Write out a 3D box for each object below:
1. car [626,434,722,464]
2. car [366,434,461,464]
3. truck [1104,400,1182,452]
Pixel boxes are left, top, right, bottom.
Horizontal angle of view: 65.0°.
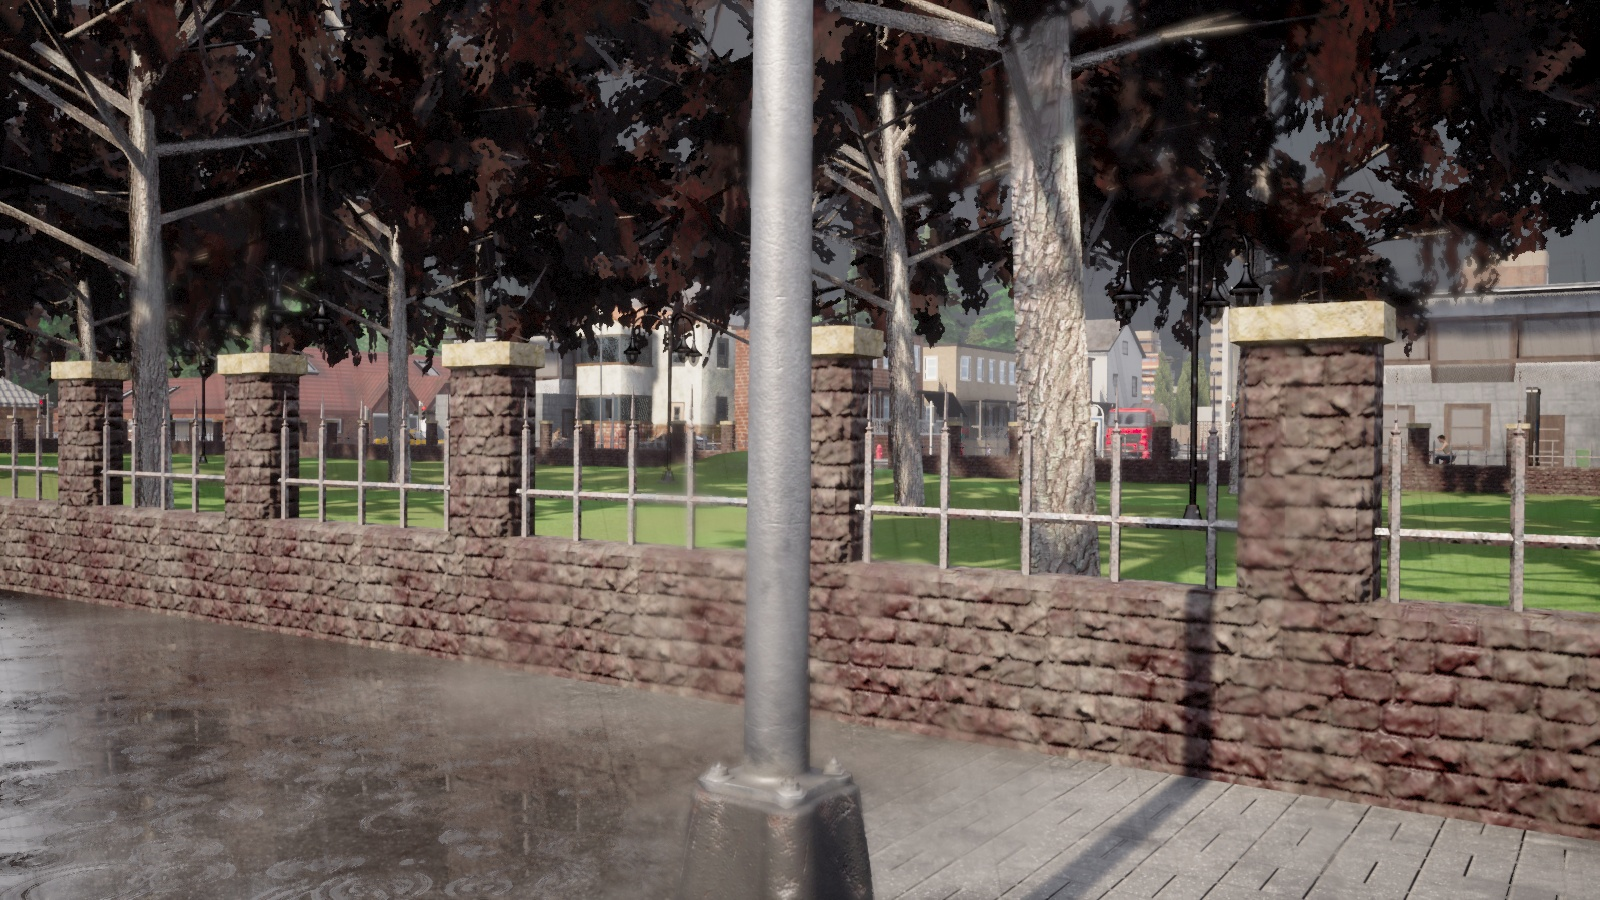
[{"bbox_3d":[-6.343,-0.043,62.805,4.674,1.442,1.812,0,1,34],"label":"car"},{"bbox_3d":[-20.836,-0.066,67.671,5.366,1.575,1.801,0,1,32],"label":"car"},{"bbox_3d":[23.997,-1.664,87.629,2.891,3.462,7.936,0,1,34],"label":"truck"}]
